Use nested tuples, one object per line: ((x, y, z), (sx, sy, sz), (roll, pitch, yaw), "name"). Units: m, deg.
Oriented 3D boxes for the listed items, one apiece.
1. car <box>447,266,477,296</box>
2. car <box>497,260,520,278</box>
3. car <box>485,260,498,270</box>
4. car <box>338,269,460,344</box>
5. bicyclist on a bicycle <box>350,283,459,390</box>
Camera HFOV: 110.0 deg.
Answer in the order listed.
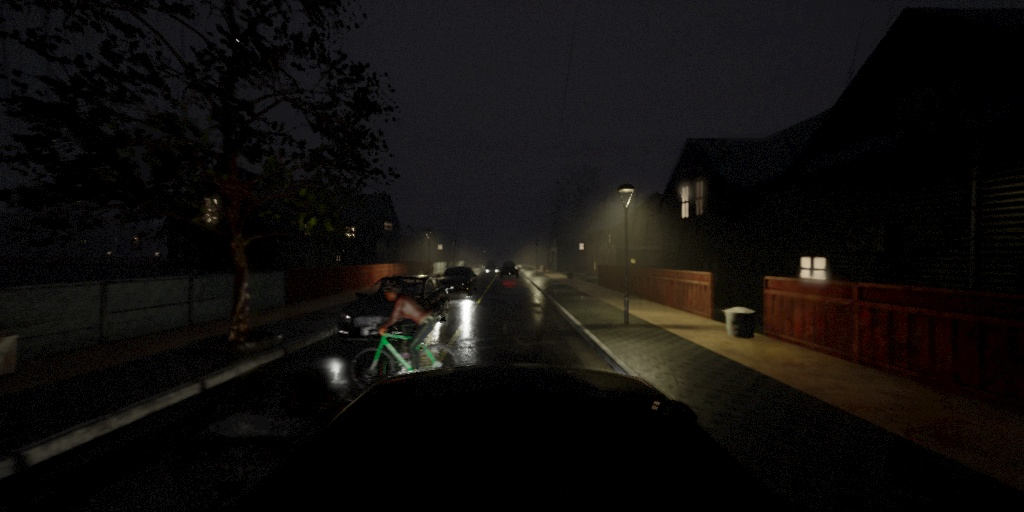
((-3.023, 1.362, 20.312), (1.837, 1.490, 4.892), (0, 0, 0), "car")
((-0.255, 1.453, 36.633), (1.837, 1.490, 4.892), (0, -1, -1), "car")
((-3.426, 1.449, 61.717), (2.097, 1.767, 4.553), (0, 0, 0), "car")
((-2.919, 1.289, 9.789), (2.128, 1.511, 4.902), (0, 0, 0), "car")
((-1.619, 1.222, 5.376), (1.656, 1.620, 0.582), (-2, 0, -1), "bicyclist on a bicycle")
